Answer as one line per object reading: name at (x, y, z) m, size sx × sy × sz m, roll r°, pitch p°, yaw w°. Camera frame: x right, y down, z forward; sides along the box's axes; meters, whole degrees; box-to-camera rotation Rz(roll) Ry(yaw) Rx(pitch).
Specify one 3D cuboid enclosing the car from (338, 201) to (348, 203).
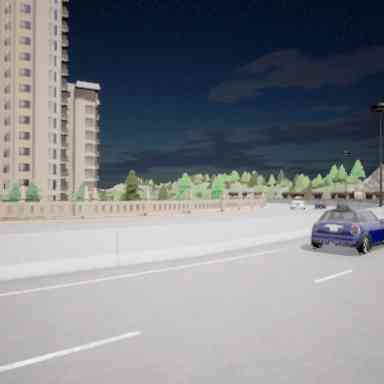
car at (24.947, 2.241, 54.878) m, size 1.837 × 1.490 × 4.892 m, roll 0°, pitch -1°, yaw 20°

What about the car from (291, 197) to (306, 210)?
car at (18.056, 1.918, 56.354) m, size 2.150 × 2.045 × 5.566 m, roll 0°, pitch -1°, yaw 21°

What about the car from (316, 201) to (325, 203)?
car at (21.967, 2.284, 56.753) m, size 2.033 × 1.411 × 5.357 m, roll 0°, pitch -1°, yaw 20°

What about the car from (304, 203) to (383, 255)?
car at (7.077, 1.512, 14.481) m, size 4.553 × 1.767 × 2.097 m, roll 1°, pitch -1°, yaw -44°
